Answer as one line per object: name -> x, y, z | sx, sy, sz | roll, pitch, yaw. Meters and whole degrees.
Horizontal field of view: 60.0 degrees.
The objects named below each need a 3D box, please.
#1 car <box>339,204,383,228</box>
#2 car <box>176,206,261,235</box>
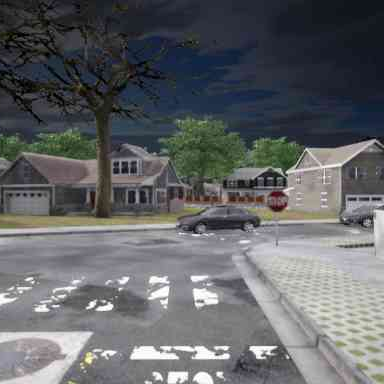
car -> 12.403, 1.594, 22.740 | 4.892, 1.490, 1.837 | 0, 0, -18
car -> 1.516, 1.544, 18.804 | 4.892, 1.490, 1.837 | 1, -1, -20
